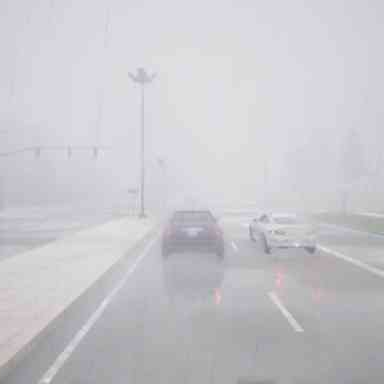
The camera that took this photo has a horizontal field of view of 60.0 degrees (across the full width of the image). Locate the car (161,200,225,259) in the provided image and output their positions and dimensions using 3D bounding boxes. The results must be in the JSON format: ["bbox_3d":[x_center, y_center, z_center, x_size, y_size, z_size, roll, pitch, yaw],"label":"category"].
[{"bbox_3d":[0.043,1.353,12.795,2.097,1.767,4.553,0,0,0],"label":"car"}]

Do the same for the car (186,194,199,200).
[{"bbox_3d":[-0.134,1.531,64.712,1.812,1.442,4.674,0,0,-1],"label":"car"}]

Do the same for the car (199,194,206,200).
[{"bbox_3d":[2.895,1.522,95.273,1.812,1.442,4.674,0,0,-1],"label":"car"}]

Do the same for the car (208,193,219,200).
[{"bbox_3d":[6.399,1.223,95.000,2.150,2.045,5.566,0,0,-1],"label":"car"}]

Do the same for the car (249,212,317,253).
[{"bbox_3d":[3.550,1.527,13.530,1.812,1.442,4.674,0,0,0],"label":"car"}]

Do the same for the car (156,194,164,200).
[{"bbox_3d":[-8.545,1.364,91.290,2.097,1.767,4.553,0,0,-1],"label":"car"}]
